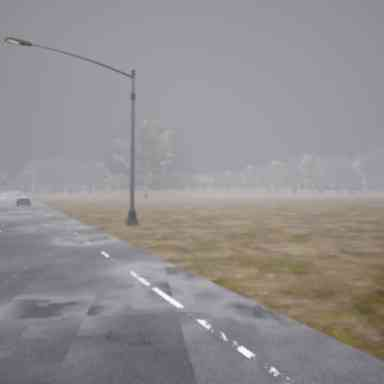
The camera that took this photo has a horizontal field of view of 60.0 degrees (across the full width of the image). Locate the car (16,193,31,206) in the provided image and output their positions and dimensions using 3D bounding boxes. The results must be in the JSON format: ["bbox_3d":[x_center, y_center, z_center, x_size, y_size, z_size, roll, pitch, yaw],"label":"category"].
[{"bbox_3d":[-25.902,1.280,51.117,1.882,1.535,5.008,1,0,-28],"label":"car"}]
